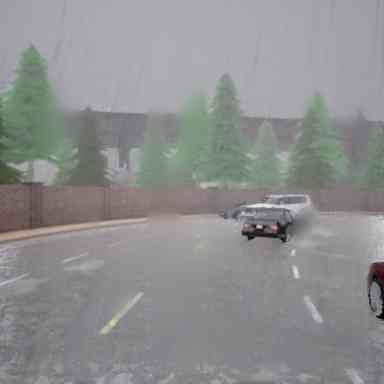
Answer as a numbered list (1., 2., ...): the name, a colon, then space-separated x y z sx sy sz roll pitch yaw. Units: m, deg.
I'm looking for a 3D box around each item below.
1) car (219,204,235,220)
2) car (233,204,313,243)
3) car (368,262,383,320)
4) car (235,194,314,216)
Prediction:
1. car: 4.368 1.446 26.324 4.892 1.490 1.837 0 -1 -30
2. car: 4.161 1.521 16.247 2.033 1.411 5.357 0 0 31
3. car: 4.023 1.490 4.214 1.882 1.535 5.008 0 0 6
4. car: 6.020 1.185 23.163 5.566 2.045 2.150 0 0 -30
